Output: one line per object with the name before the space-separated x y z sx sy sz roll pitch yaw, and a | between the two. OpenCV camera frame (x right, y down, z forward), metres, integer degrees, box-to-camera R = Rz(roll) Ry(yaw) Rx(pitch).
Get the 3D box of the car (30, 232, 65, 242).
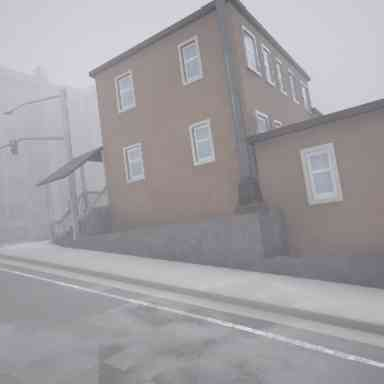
car | -11.721 4.286 29.091 1.837 1.490 4.892 -12 -11 35
